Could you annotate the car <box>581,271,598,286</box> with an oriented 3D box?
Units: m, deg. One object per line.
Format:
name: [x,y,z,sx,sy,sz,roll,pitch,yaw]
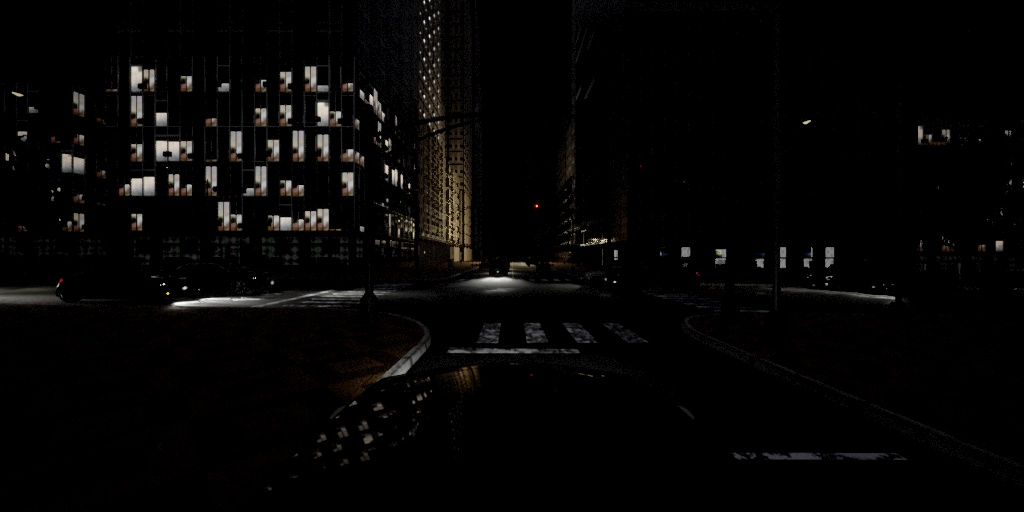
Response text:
car: [7.191,1.387,25.128,4.674,1.442,1.812,3,0,-2]

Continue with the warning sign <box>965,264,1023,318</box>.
warning sign: [17.313,1.204,12.853,1.060,1.860,1.300,0,0,-2]

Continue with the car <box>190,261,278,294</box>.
car: [-14.236,1.004,17.513,4.902,1.511,2.128,1,0,-3]

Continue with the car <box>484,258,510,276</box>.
car: [-1.372,1.259,37.140,2.128,1.511,4.902,0,0,0]

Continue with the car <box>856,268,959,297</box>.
car: [25.154,1.730,22.647,4.892,1.490,1.837,1,0,-2]

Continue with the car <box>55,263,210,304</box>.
car: [-15.036,1.063,14.217,4.181,1.385,1.994,1,0,-2]

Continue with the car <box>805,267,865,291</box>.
car: [23.927,1.555,25.847,4.553,1.767,2.097,1,0,-2]

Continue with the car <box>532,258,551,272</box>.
car: [4.082,1.329,46.701,1.948,1.339,4.313,0,0,0]

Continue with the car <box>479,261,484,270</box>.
car: [-3.852,1.343,52.222,1.802,1.307,4.207,0,0,0]

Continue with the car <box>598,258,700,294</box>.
car: [8.485,1.135,21.921,5.566,2.045,2.150,2,1,-2]
